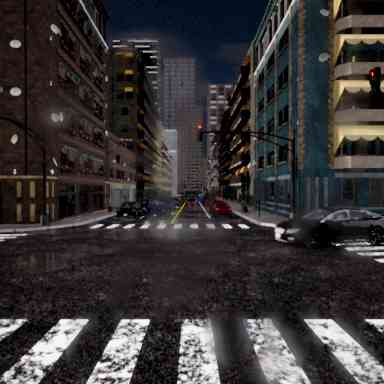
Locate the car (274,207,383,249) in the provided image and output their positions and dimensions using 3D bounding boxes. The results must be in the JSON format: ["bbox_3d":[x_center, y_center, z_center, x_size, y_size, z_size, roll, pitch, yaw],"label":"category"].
[{"bbox_3d":[5.903,1.429,14.043,4.902,1.511,2.128,-2,0,-11],"label":"car"}]

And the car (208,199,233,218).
[{"bbox_3d":[2.731,1.584,30.379,1.802,1.307,4.206,0,0,0],"label":"car"}]

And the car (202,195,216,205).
[{"bbox_3d":[2.756,1.554,46.949,1.887,1.381,4.507,0,0,0],"label":"car"}]

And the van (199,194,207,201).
[{"bbox_3d":[2.814,1.377,85.614,1.690,1.788,3.998,-1,0,0],"label":"van"}]

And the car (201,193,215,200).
[{"bbox_3d":[3.201,1.245,60.976,2.150,2.045,5.566,0,0,0],"label":"car"}]

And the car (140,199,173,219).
[{"bbox_3d":[-3.054,1.602,29.541,1.895,1.301,4.718,0,0,0],"label":"car"}]

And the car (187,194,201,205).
[{"bbox_3d":[0.093,1.508,60.671,2.128,1.511,4.902,0,0,0],"label":"car"}]

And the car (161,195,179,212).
[{"bbox_3d":[-3.035,1.358,39.537,2.097,1.767,4.553,0,0,0],"label":"car"}]

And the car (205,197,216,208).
[{"bbox_3d":[2.739,1.570,35.902,1.947,1.339,4.313,0,0,0],"label":"car"}]

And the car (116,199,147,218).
[{"bbox_3d":[-5.651,1.568,30.404,1.947,1.339,4.313,0,0,0],"label":"car"}]

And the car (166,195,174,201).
[{"bbox_3d":[-5.566,1.561,85.469,1.752,1.417,4.829,0,0,0],"label":"car"}]

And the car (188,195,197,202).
[{"bbox_3d":[0.108,1.380,69.844,1.812,1.442,4.674,0,0,0],"label":"car"}]

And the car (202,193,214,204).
[{"bbox_3d":[3.212,1.242,67.976,2.150,2.045,5.566,0,0,0],"label":"car"}]
